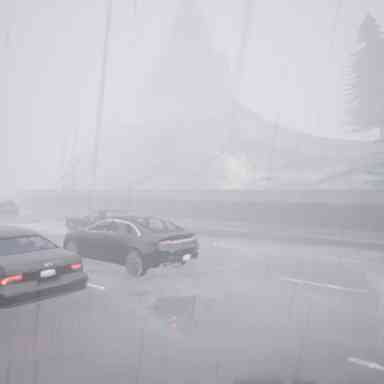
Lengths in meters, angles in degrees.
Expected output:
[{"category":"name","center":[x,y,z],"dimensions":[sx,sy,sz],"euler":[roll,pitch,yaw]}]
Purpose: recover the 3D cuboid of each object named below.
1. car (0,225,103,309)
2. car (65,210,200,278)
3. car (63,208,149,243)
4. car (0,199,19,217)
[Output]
[{"category":"car","center":[-4.575,1.516,7.663],"dimensions":[5.357,1.411,2.033],"euler":[0,0,39]},{"category":"car","center":[-2.018,1.470,10.152],"dimensions":[4.902,1.511,2.128],"euler":[0,0,39]},{"category":"car","center":[-4.480,1.559,16.801],"dimensions":[4.718,1.301,1.895],"euler":[0,0,42]},{"category":"car","center":[-16.854,1.372,29.492],"dimensions":[2.128,1.511,4.902],"euler":[0,0,-41]}]
